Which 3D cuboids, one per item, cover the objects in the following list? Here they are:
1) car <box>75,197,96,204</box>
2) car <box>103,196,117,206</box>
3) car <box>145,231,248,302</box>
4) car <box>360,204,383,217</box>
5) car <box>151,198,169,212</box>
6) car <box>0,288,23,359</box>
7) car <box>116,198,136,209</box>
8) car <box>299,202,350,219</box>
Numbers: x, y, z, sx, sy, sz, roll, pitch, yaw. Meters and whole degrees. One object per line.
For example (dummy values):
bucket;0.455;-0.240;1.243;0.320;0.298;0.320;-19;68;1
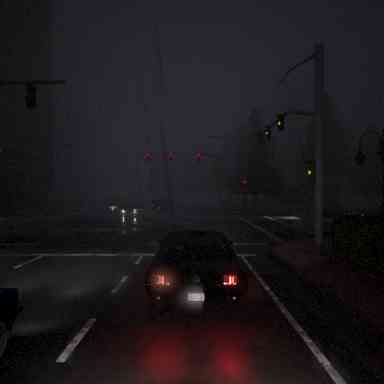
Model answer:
car;-20.452;1.601;63.765;4.718;1.301;1.895;0;0;42
car;-13.193;1.478;55.029;1.882;1.535;5.008;0;0;-33
car;0.091;1.601;8.193;1.895;1.301;4.718;0;0;0
car;15.763;1.560;26.021;4.892;1.490;1.837;0;0;0
car;-3.755;1.503;39.075;1.837;1.490;4.892;1;0;-4
car;-3.429;1.601;2.769;1.895;1.301;4.718;0;0;0
car;-8.889;1.526;45.539;1.812;1.442;4.674;0;0;-18
car;11.725;1.619;29.563;4.181;1.385;1.994;0;0;1
